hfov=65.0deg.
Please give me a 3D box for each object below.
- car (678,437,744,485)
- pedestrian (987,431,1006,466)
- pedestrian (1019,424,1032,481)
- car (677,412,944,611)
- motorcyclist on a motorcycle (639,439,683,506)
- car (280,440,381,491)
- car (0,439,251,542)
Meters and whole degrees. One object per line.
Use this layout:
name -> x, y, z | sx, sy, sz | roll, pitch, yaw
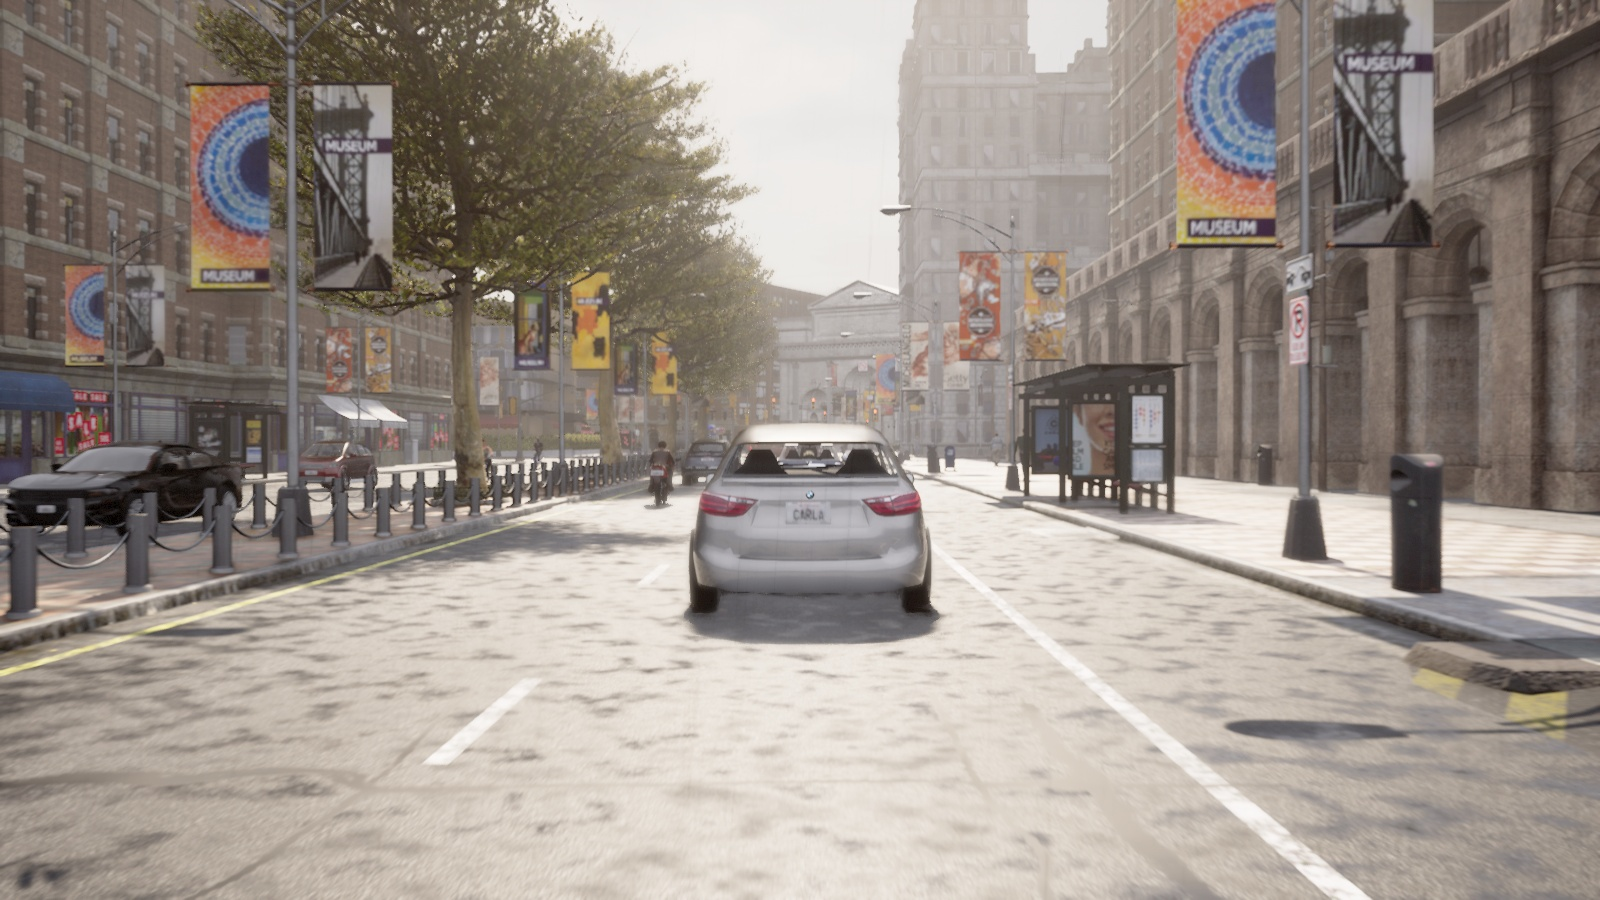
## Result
car -> -3.170, 0.345, 45.567 | 2.033, 1.649, 4.856 | 0, 0, 0
pedestrian -> 10.522, -0.104, 67.105 | 0.874, 1.855, 0.900 | 0, 0, 0
pedestrian -> 7.736, 0.077, 43.036 | 0.423, 1.949, 0.788 | 0, 0, 11
car -> 0.103, 0.497, 12.839 | 2.242, 1.667, 4.611 | 0, 0, 0
motorcyclist on a motorcycle -> -3.279, 0.513, 29.813 | 0.797, 1.523, 2.044 | 0, 0, 0
car -> -14.712, 0.451, 39.550 | 1.789, 1.549, 3.705 | 0, 0, 0
car -> -11.340, 0.581, 21.251 | 1.882, 1.535, 5.008 | 0, 0, 0
